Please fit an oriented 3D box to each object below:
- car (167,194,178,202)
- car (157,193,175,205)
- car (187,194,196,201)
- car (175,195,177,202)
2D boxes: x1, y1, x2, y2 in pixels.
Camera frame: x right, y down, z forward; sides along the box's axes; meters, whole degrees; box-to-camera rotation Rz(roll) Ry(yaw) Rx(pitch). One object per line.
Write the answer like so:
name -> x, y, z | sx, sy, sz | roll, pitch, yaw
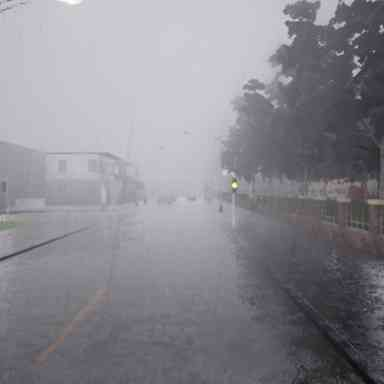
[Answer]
car -> -4.095, 1.304, 70.636 | 2.128, 1.511, 4.902 | 0, 0, 0
car -> -4.140, 1.035, 50.832 | 2.097, 1.767, 4.553 | 0, 0, 0
car -> -0.095, 1.253, 70.919 | 1.882, 1.535, 5.008 | 0, 0, 0
car -> -4.090, 0.974, 60.585 | 2.097, 1.767, 4.553 | 0, 0, 0
